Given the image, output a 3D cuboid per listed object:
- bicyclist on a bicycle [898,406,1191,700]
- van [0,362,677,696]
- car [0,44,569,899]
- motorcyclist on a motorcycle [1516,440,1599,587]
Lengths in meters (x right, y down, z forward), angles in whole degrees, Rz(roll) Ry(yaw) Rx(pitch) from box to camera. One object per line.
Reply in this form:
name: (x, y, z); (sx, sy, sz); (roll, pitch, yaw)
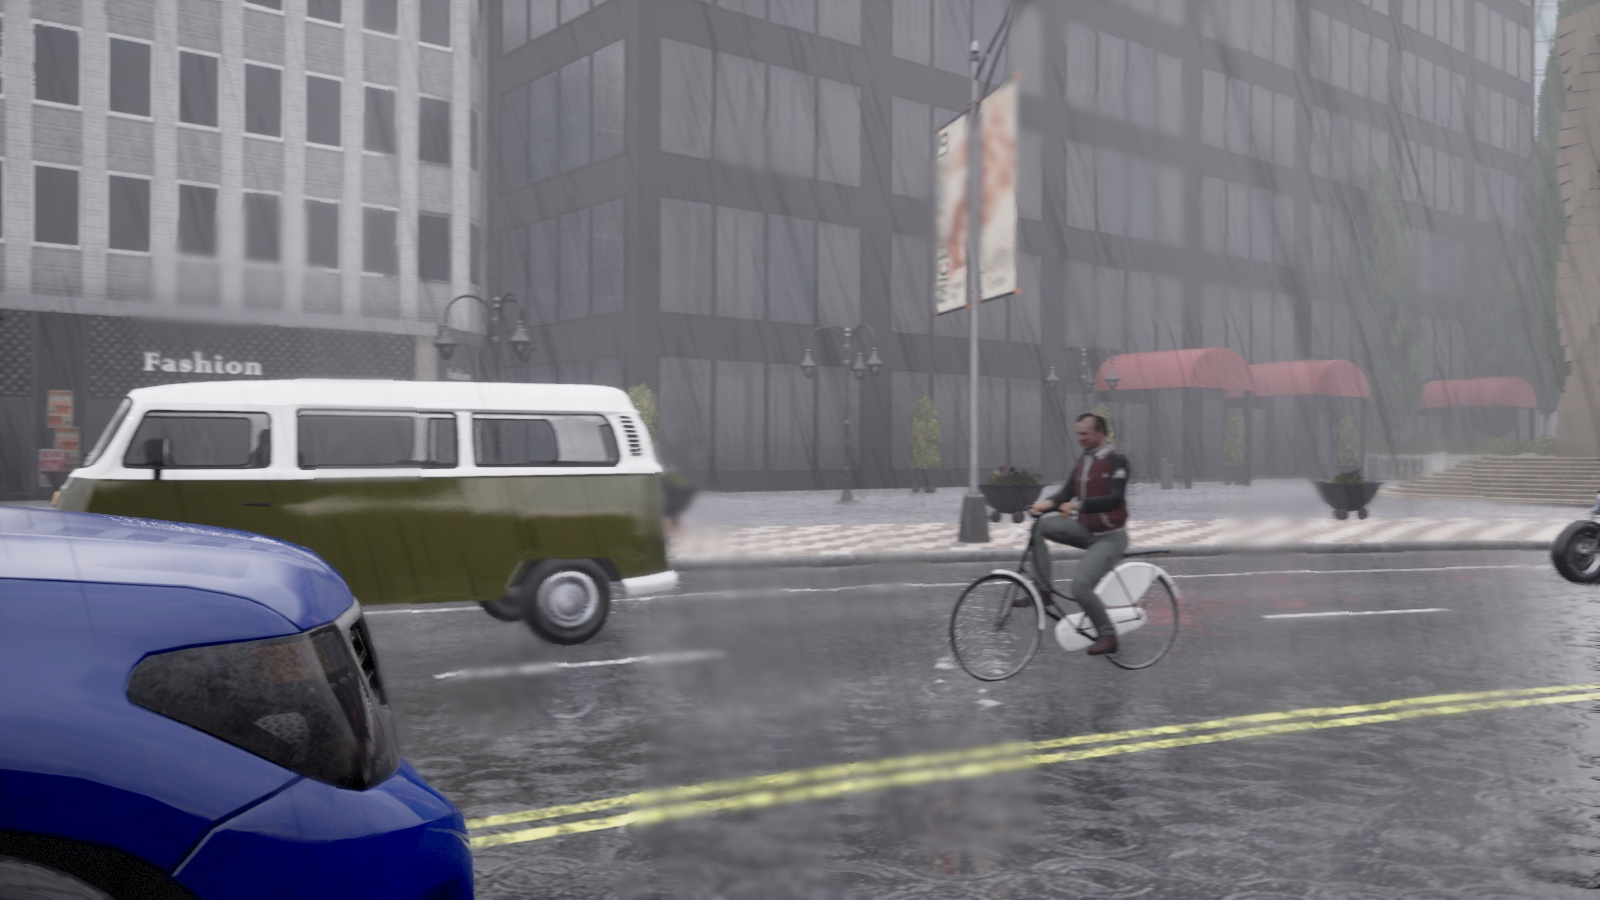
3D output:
bicyclist on a bicycle: (1.619, 0.625, 8.274); (1.843, 1.776, 0.659); (0, 0, -24)
van: (-3.422, 0.488, 9.636); (4.480, 2.038, 2.069); (0, 0, -29)
car: (-3.277, 0.470, 1.404); (5.566, 2.045, 2.150); (0, 0, -37)
motorcyclist on a motorcycle: (9.667, 0.703, 14.653); (2.350, 1.649, 0.766); (0, 0, -11)
